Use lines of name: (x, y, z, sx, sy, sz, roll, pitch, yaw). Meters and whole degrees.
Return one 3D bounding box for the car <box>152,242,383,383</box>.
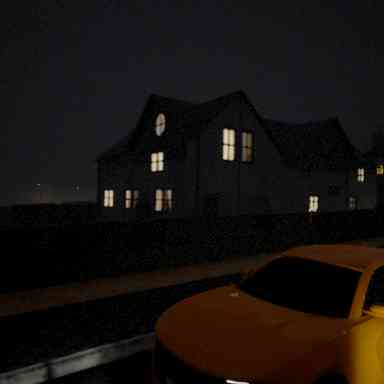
car: (1.864, 1.496, 4.417, 5.008, 1.535, 1.882, 1, 0, -36)
